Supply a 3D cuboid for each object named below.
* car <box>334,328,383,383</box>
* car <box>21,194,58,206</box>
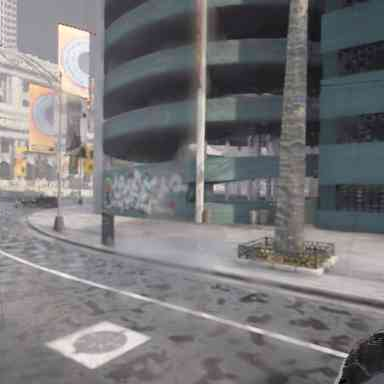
[{"bbox_3d":[3.335,1.529,1.602,4.902,1.511,2.128,1,1,36],"label":"car"},{"bbox_3d":[-17.125,0.882,37.633,1.895,1.301,4.718,1,1,5],"label":"car"}]
